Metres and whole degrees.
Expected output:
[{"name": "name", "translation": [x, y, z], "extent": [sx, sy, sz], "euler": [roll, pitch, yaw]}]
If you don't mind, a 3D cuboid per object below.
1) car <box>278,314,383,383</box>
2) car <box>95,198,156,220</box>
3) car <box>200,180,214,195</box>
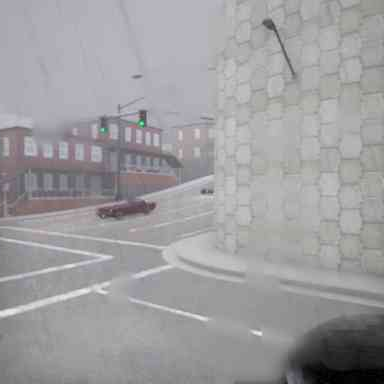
[{"name": "car", "translation": [2.945, 1.491, 1.862], "extent": [4.902, 1.511, 2.128], "euler": [0, 0, 36]}, {"name": "car", "translation": [-4.913, 1.194, 24.990], "extent": [1.895, 1.301, 4.718], "euler": [0, 5, 35]}, {"name": "car", "translation": [2.610, -0.594, 35.603], "extent": [1.994, 1.385, 4.181], "euler": [0, 11, 35]}]
